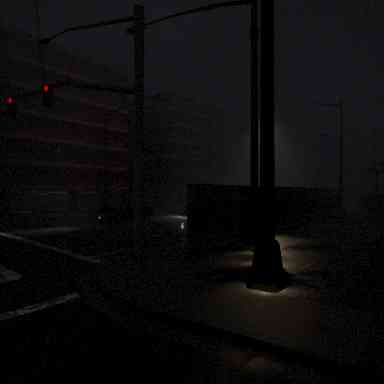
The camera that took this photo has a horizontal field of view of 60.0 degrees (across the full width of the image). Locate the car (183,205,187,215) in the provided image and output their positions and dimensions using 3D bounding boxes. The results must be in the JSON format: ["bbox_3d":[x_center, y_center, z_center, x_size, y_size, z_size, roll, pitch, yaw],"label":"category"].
[{"bbox_3d":[1.002,1.505,33.226,1.837,1.490,4.892,0,0,35],"label":"car"}]

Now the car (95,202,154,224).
[{"bbox_3d":[-4.927,1.491,24.787,2.128,1.511,4.902,0,0,35],"label":"car"}]
